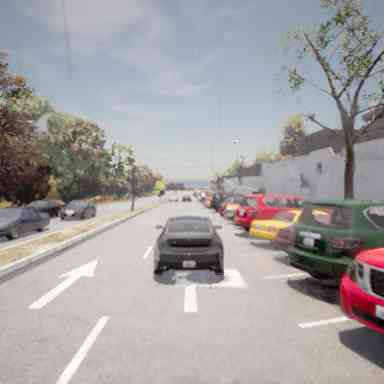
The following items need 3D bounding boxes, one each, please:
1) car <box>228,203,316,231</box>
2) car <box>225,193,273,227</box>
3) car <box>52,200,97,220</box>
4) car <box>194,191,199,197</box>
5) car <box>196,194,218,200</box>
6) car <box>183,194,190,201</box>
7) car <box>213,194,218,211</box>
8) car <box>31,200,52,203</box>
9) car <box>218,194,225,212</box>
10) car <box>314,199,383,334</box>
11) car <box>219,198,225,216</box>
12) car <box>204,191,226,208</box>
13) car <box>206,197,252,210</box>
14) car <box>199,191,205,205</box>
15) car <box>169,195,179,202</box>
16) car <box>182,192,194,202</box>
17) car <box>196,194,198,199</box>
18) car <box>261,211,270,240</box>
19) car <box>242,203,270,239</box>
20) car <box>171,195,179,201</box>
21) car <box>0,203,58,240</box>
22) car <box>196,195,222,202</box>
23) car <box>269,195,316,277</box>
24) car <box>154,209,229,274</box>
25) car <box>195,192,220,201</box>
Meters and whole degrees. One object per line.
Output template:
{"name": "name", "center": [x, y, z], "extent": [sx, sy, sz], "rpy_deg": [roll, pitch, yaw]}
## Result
{"name": "car", "center": [4.854, 1.446, 20.186], "extent": [4.792, 1.488, 2.163], "rpy_deg": [1, 0, -21]}
{"name": "car", "center": [4.908, 1.176, 17.182], "extent": [5.566, 2.045, 2.435], "rpy_deg": [1, 0, -21]}
{"name": "car", "center": [-9.180, 1.402, 27.225], "extent": [2.128, 1.511, 4.902], "rpy_deg": [0, 0, -1]}
{"name": "car", "center": [3.984, 1.231, 71.198], "extent": [5.566, 2.045, 2.435], "rpy_deg": [1, 0, -21]}
{"name": "car", "center": [3.869, 1.382, 86.273], "extent": [5.366, 1.575, 1.946], "rpy_deg": [1, 0, -21]}
{"name": "car", "center": [-1.327, 1.341, 83.510], "extent": [1.812, 1.442, 4.674], "rpy_deg": [0, 1, -1]}
{"name": "car", "center": [4.646, 1.271, 29.164], "extent": [4.553, 1.767, 2.185], "rpy_deg": [1, 0, -21]}
{"name": "car", "center": [-12.170, 1.389, 26.936], "extent": [1.882, 1.535, 5.008], "rpy_deg": [0, 0, -1]}
{"name": "car", "center": [4.760, 1.277, 26.179], "extent": [4.553, 1.767, 2.185], "rpy_deg": [1, 0, -21]}
{"name": "car", "center": [5.022, 1.216, 5.132], "extent": [5.566, 2.045, 2.435], "rpy_deg": [1, 0, -21]}
{"name": "car", "center": [4.785, 1.410, 23.169], "extent": [4.892, 1.521, 2.231], "rpy_deg": [1, 0, -21]}
{"name": "car", "center": [4.599, 1.144, 35.190], "extent": [5.566, 2.045, 2.435], "rpy_deg": [1, 0, -21]}
{"name": "car", "center": [4.642, 1.404, 41.243], "extent": [5.366, 1.575, 1.946], "rpy_deg": [1, 0, -21]}
{"name": "car", "center": [4.346, 1.171, 47.158], "extent": [5.566, 2.045, 2.435], "rpy_deg": [1, 0, -21]}
{"name": "car", "center": [-4.161, 1.510, 73.816], "extent": [1.812, 1.442, 4.674], "rpy_deg": [0, 0, -1]}
{"name": "car", "center": [-1.155, 1.342, 73.474], "extent": [2.097, 1.767, 4.553], "rpy_deg": [0, 0, -1]}
{"name": "car", "center": [4.032, 1.516, 68.200], "extent": [4.792, 1.488, 2.163], "rpy_deg": [1, 0, -21]}
{"name": "car", "center": [4.966, 1.487, 11.166], "extent": [4.674, 1.452, 2.002], "rpy_deg": [1, 0, -21]}
{"name": "car", "center": [5.100, 1.436, 14.236], "extent": [5.366, 1.575, 1.946], "rpy_deg": [1, 0, -21]}
{"name": "car", "center": [-4.333, 1.451, 83.852], "extent": [1.895, 1.301, 4.718], "rpy_deg": [0, 1, -1]}
{"name": "car", "center": [-9.013, 1.485, 16.875], "extent": [2.033, 1.411, 5.357], "rpy_deg": [0, 0, -1]}
{"name": "car", "center": [3.733, 1.467, 74.122], "extent": [5.366, 1.575, 1.946], "rpy_deg": [1, 1, -21]}
{"name": "car", "center": [5.040, 1.206, 8.169], "extent": [5.566, 2.045, 2.435], "rpy_deg": [1, 0, -21]}
{"name": "car", "center": [-0.097, 1.471, 10.373], "extent": [1.837, 1.490, 4.892], "rpy_deg": [0, 0, -1]}
{"name": "car", "center": [3.779, 1.188, 80.176], "extent": [5.566, 2.045, 2.435], "rpy_deg": [1, 1, -21]}
